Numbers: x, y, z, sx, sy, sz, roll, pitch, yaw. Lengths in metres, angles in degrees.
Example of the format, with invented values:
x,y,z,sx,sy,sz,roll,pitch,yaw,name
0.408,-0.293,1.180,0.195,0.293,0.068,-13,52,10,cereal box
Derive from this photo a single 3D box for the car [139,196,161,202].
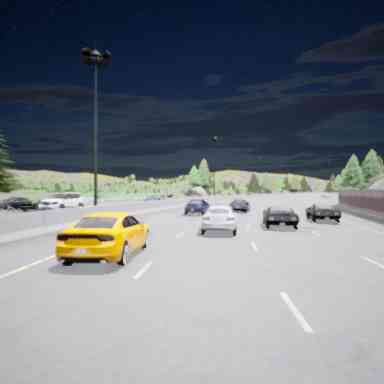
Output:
x,y,z,sx,sy,sz,roll,pitch,yaw,name
-5.976,1.312,47.592,1.812,1.442,4.674,0,0,19,car

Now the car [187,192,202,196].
x,y,z,sx,sy,sz,roll,pitch,yaw,name
0.645,0.672,72.744,2.097,1.767,4.553,0,0,24,car

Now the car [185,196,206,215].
x,y,z,sx,sy,sz,roll,pitch,yaw,name
0.568,1.396,31.776,1.812,1.442,4.674,0,0,13,car

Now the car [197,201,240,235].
x,y,z,sx,sy,sz,roll,pitch,yaw,name
1.571,1.454,18.396,1.812,1.442,4.674,0,0,8,car

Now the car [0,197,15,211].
x,y,z,sx,sy,sz,roll,pitch,yaw,name
-19.931,1.296,37.083,1.837,1.490,4.892,0,0,14,car

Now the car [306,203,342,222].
x,y,z,sx,sy,sz,roll,pitch,yaw,name
9.834,1.523,25.257,1.895,1.301,4.718,0,0,12,car

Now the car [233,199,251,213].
x,y,z,sx,sy,sz,roll,pitch,yaw,name
5.087,1.432,35.285,1.994,1.385,4.181,0,0,15,car

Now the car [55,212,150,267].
x,y,z,sx,sy,sz,roll,pitch,yaw,name
-2.758,1.423,11.352,1.882,1.535,5.008,0,0,5,car

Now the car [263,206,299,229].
x,y,z,sx,sy,sz,roll,pitch,yaw,name
5.500,1.529,21.077,1.895,1.301,4.718,0,0,9,car

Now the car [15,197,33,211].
x,y,z,sx,sy,sz,roll,pitch,yaw,name
-16.543,1.405,36.337,1.895,1.301,4.718,0,0,14,car

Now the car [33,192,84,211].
x,y,z,sx,sy,sz,roll,pitch,yaw,name
-13.376,1.041,34.469,2.150,2.045,5.566,0,0,13,car
